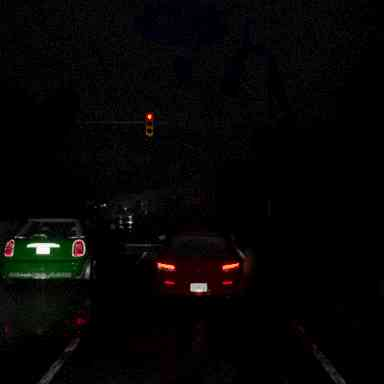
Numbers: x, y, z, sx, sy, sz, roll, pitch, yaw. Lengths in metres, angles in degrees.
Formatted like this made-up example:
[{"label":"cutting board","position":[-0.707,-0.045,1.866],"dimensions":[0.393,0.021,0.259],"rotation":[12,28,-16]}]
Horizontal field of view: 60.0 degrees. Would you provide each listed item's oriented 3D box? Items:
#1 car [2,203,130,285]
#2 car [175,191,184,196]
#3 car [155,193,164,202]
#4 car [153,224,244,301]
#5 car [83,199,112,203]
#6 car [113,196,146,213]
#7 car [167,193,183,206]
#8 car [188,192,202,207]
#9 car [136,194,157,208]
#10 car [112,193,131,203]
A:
[{"label":"car","position":[-3.360,1.352,9.659],"dimensions":[2.097,1.767,4.553],"rotation":[0,0,0]},{"label":"car","position":[-2.927,0.507,76.557],"dimensions":[2.128,1.511,4.902],"rotation":[0,3,0]},{"label":"car","position":[-6.555,1.057,65.566],"dimensions":[1.837,1.490,4.892],"rotation":[0,3,1]},{"label":"car","position":[0.132,1.525,8.192],"dimensions":[1.812,1.442,4.674],"rotation":[0,0,0]},{"label":"car","position":[-10.367,1.476,35.428],"dimensions":[1.882,1.535,5.008],"rotation":[0,0,1]},{"label":"car","position":[-6.841,1.490,37.003],"dimensions":[2.128,1.511,4.902],"rotation":[0,0,2]},{"label":"car","position":[-3.002,1.421,55.506],"dimensions":[1.882,1.535,5.008],"rotation":[0,1,0]},{"label":"car","position":[0.475,1.336,52.724],"dimensions":[2.097,1.767,4.553],"rotation":[0,0,0]},{"label":"car","position":[-6.756,1.490,47.729],"dimensions":[2.128,1.511,4.902],"rotation":[0,0,1]},{"label":"car","position":[-10.246,1.212,48.762],"dimensions":[2.150,2.045,5.566],"rotation":[0,1,1]}]
